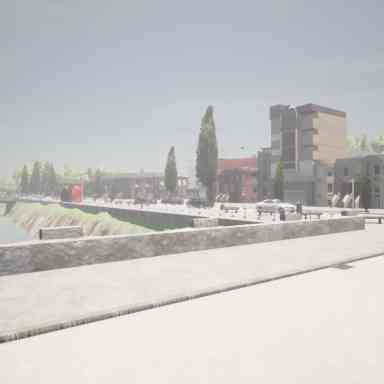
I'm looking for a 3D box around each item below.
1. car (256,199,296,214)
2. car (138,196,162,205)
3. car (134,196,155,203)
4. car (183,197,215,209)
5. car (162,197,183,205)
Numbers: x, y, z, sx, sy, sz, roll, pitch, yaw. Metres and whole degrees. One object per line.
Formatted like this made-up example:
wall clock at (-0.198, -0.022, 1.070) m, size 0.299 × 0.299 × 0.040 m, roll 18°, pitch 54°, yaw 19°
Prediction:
car at (8.906, 1.526, 35.617) m, size 1.812 × 1.442 × 4.674 m, roll 0°, pitch 0°, yaw -36°
car at (-7.991, 1.504, 59.326) m, size 2.128 × 1.511 × 4.902 m, roll 0°, pitch 0°, yaw -36°
car at (-9.838, 1.546, 68.948) m, size 2.033 × 1.411 × 5.357 m, roll 0°, pitch 0°, yaw -36°
car at (1.181, 1.505, 46.376) m, size 1.837 × 1.490 × 4.892 m, roll 0°, pitch 0°, yaw -36°
car at (-3.626, 1.547, 60.287) m, size 2.033 × 1.411 × 5.357 m, roll 0°, pitch 0°, yaw -36°
